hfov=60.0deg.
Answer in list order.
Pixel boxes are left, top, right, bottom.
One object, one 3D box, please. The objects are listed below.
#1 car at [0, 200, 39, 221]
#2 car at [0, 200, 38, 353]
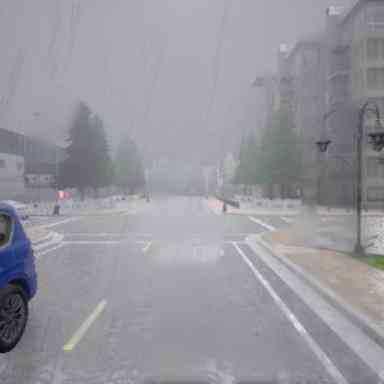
[{"bbox_3d":[-13.966,1.317,24.471,4.674,1.442,1.812,0,0,6],"label":"car"},{"bbox_3d":[-3.563,1.194,3.112,2.150,2.045,5.566,0,1,0],"label":"car"}]
